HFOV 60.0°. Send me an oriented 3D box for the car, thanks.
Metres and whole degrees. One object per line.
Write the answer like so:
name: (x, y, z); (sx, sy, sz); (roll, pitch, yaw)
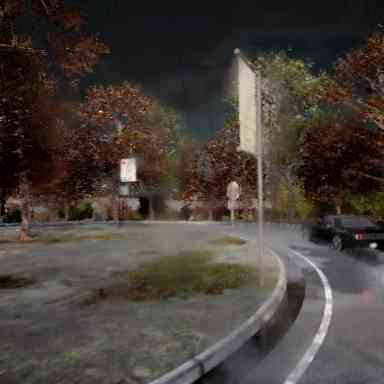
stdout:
car: (6.460, 1.677, 14.407); (1.895, 1.301, 4.718); (-1, 0, -5)
